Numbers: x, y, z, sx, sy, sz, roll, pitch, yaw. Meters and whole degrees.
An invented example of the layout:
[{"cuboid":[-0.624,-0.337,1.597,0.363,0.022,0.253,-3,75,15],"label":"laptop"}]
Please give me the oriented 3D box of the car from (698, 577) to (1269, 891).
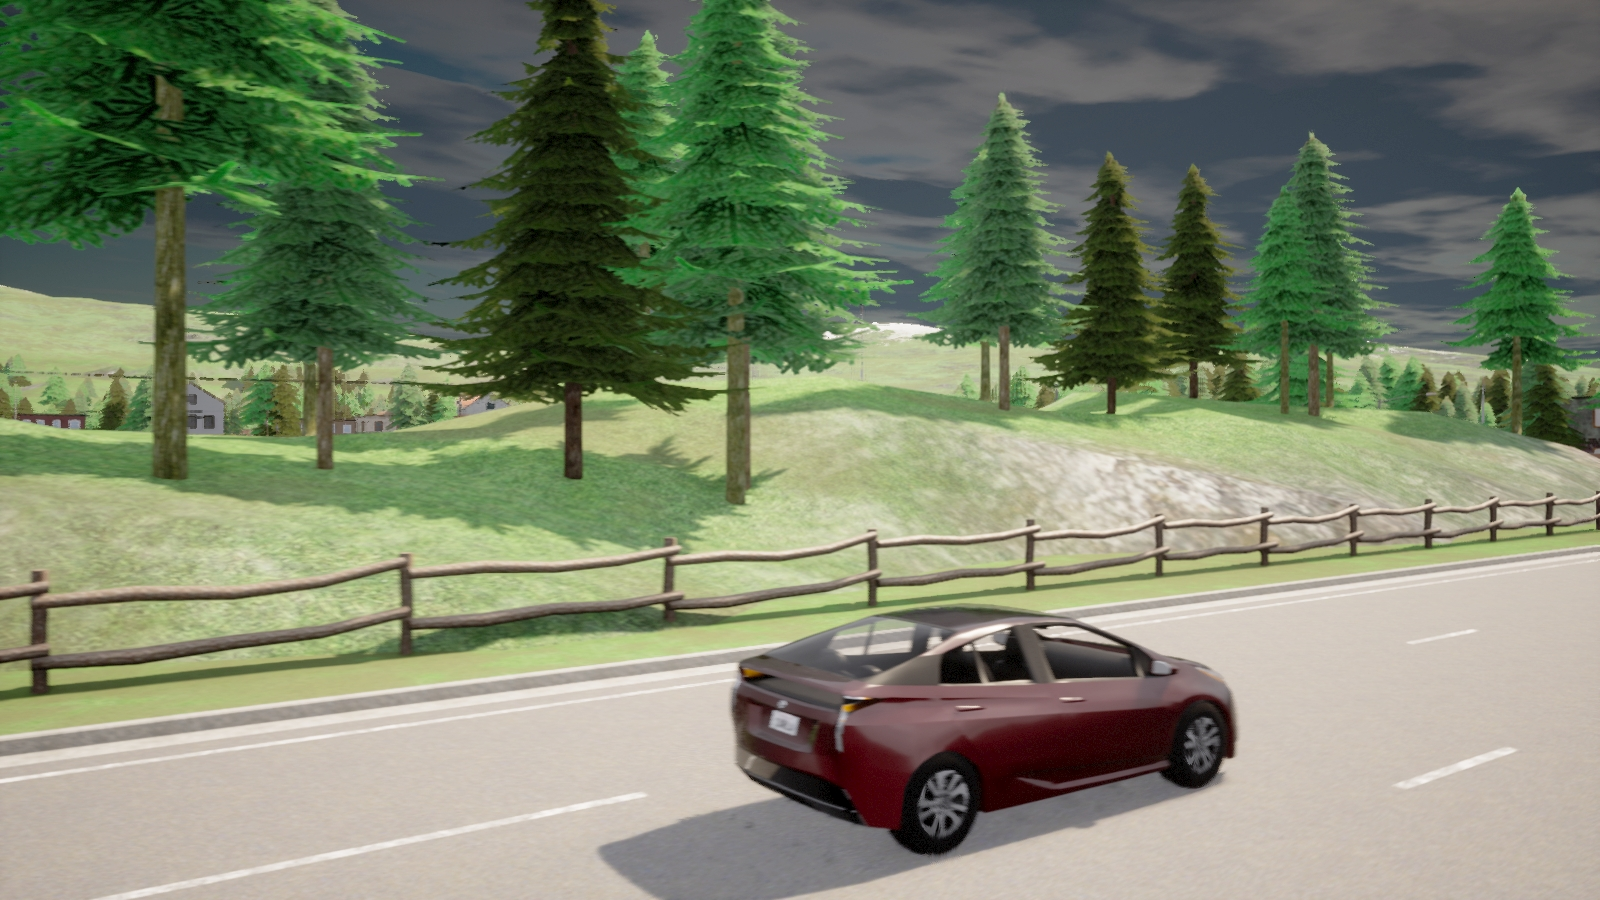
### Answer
[{"cuboid":[1.625,2.045,9.390,4.514,1.525,2.007,0,0,-35],"label":"car"}]
